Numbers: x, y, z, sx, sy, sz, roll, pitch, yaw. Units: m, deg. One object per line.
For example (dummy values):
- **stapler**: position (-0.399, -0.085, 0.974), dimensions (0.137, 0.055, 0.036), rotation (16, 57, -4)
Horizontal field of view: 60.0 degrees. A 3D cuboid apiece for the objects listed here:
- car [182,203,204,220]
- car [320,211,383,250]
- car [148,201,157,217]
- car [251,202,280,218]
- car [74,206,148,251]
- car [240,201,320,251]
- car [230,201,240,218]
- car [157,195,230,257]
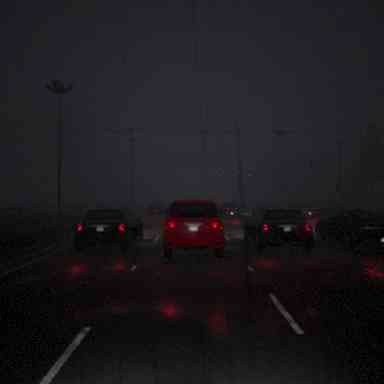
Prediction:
- **car**: position (0.079, 1.745, 30.289), dimensions (1.895, 1.301, 4.718), rotation (0, 0, 0)
- **car**: position (7.074, 1.562, 14.648), dimensions (2.128, 1.511, 4.902), rotation (0, 0, 0)
- **car**: position (-3.413, 1.637, 33.516), dimensions (1.882, 1.535, 5.008), rotation (0, 0, 0)
- **car**: position (7.084, 1.719, 32.485), dimensions (1.994, 1.385, 4.181), rotation (0, 0, 0)
- **car**: position (-3.426, 1.422, 14.551), dimensions (2.097, 1.767, 4.553), rotation (0, 0, 0)
- **car**: position (3.573, 1.422, 14.526), dimensions (2.097, 1.767, 4.553), rotation (0, 0, 0)
- **car**: position (3.584, 1.658, 32.241), dimensions (1.837, 1.490, 4.892), rotation (0, 0, 0)
- **car**: position (0.066, 1.286, 13.429), dimensions (2.150, 2.045, 5.566), rotation (0, 0, 0)
